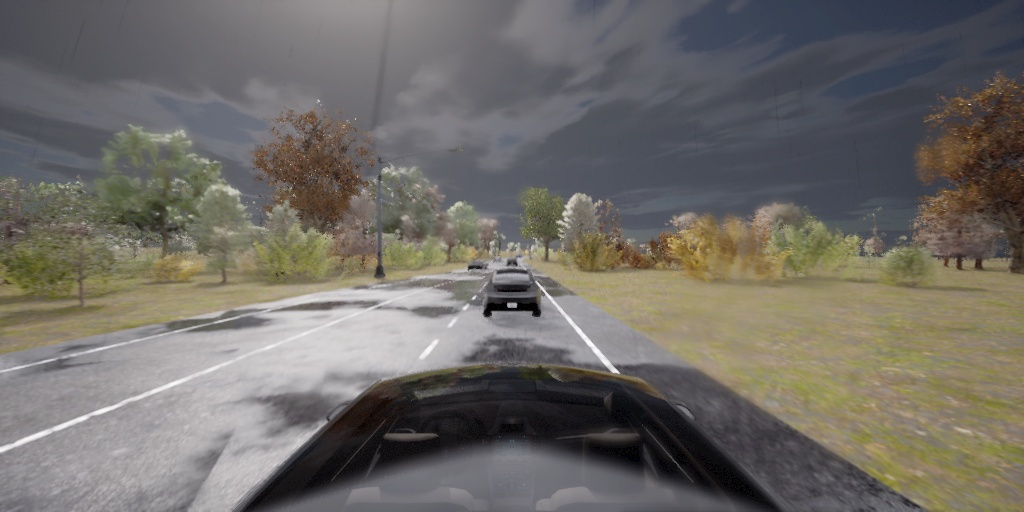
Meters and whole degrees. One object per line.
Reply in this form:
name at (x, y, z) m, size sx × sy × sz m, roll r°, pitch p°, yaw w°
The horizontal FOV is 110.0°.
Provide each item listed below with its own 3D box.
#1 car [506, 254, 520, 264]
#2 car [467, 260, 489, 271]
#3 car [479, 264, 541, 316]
car at (0.020, 0.935, 62.663) m, size 1.837 × 1.490 × 4.892 m, roll 0°, pitch 0°, yaw 0°
car at (-4.049, 1.145, 43.274) m, size 1.895 × 1.301 × 4.718 m, roll 0°, pitch 0°, yaw 6°
car at (0.004, 1.208, 13.084) m, size 1.837 × 1.490 × 4.892 m, roll 0°, pitch 0°, yaw 0°
